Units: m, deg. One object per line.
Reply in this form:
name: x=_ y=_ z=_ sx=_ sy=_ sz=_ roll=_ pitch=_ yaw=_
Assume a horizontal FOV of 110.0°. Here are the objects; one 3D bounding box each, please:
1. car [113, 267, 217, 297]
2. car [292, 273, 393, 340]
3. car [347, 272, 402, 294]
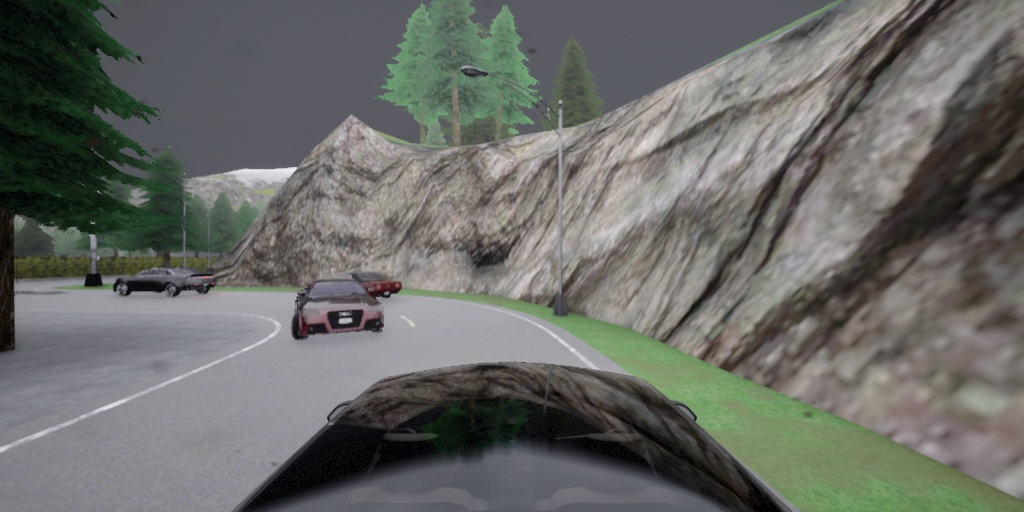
car: x=-18.605 y=1.341 z=19.253 sx=4.902 sy=1.511 sz=2.128 roll=0 pitch=0 yaw=7
car: x=-4.990 y=1.360 z=10.218 sx=1.994 sy=1.385 sz=4.181 roll=1 pitch=-1 yaw=-32
car: x=-7.788 y=1.435 z=17.473 sx=4.718 sy=1.301 sz=1.895 roll=0 pitch=0 yaw=25
